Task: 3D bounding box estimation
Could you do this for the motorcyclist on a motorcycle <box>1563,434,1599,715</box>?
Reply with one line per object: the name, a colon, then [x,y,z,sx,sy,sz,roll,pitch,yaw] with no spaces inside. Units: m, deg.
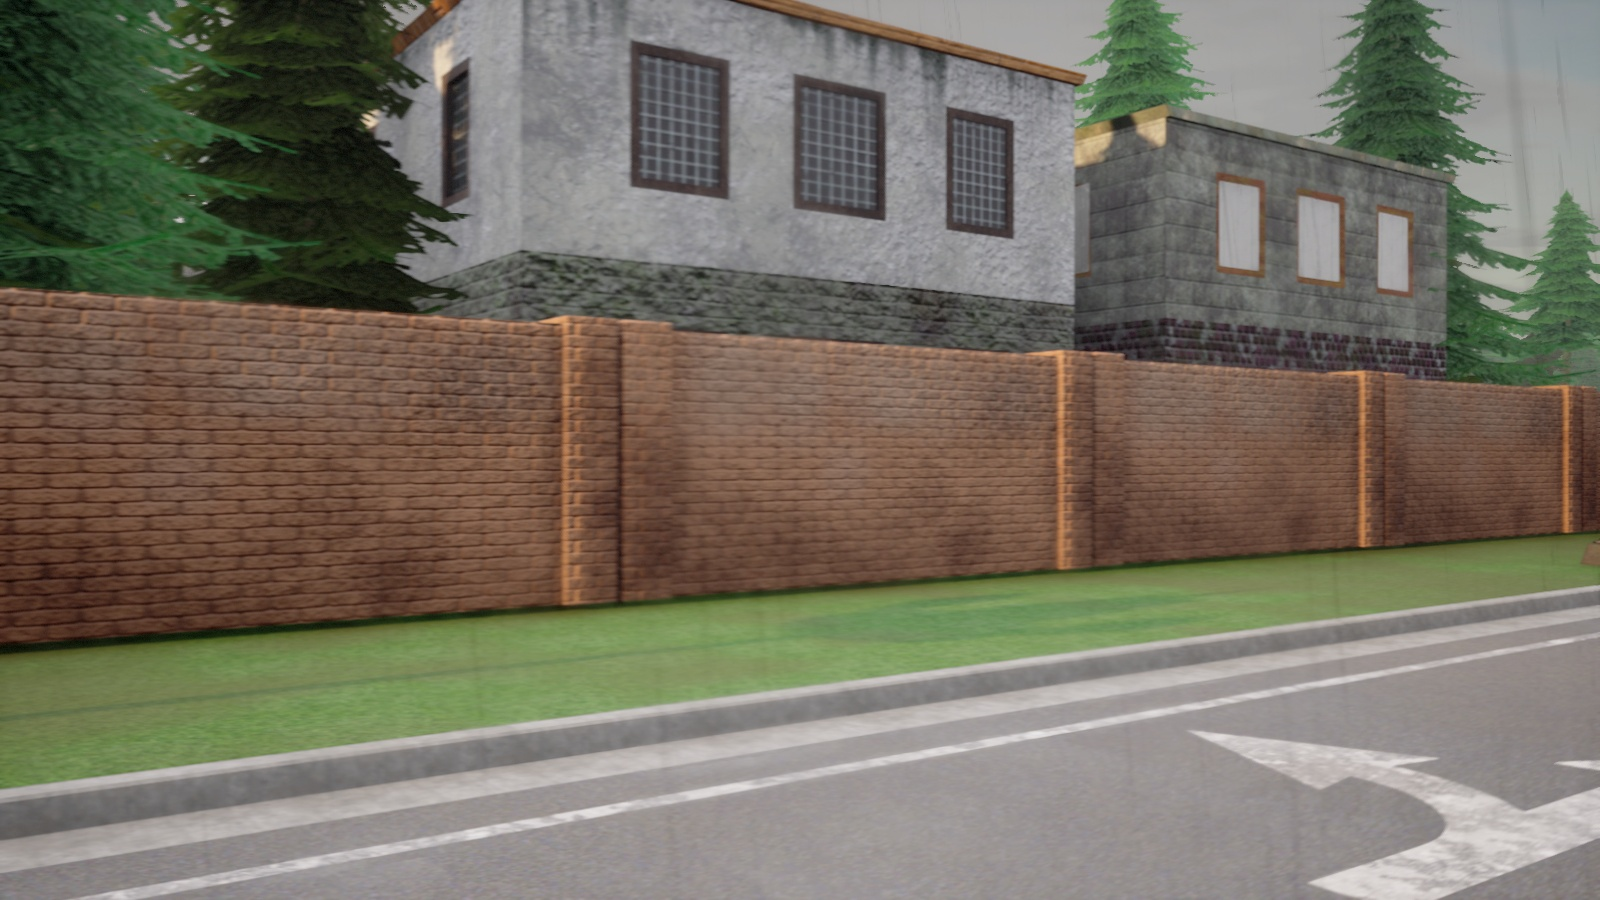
motorcyclist on a motorcycle: [5.409,0.705,7.424,1.817,1.590,0.866,0,0,-35]
